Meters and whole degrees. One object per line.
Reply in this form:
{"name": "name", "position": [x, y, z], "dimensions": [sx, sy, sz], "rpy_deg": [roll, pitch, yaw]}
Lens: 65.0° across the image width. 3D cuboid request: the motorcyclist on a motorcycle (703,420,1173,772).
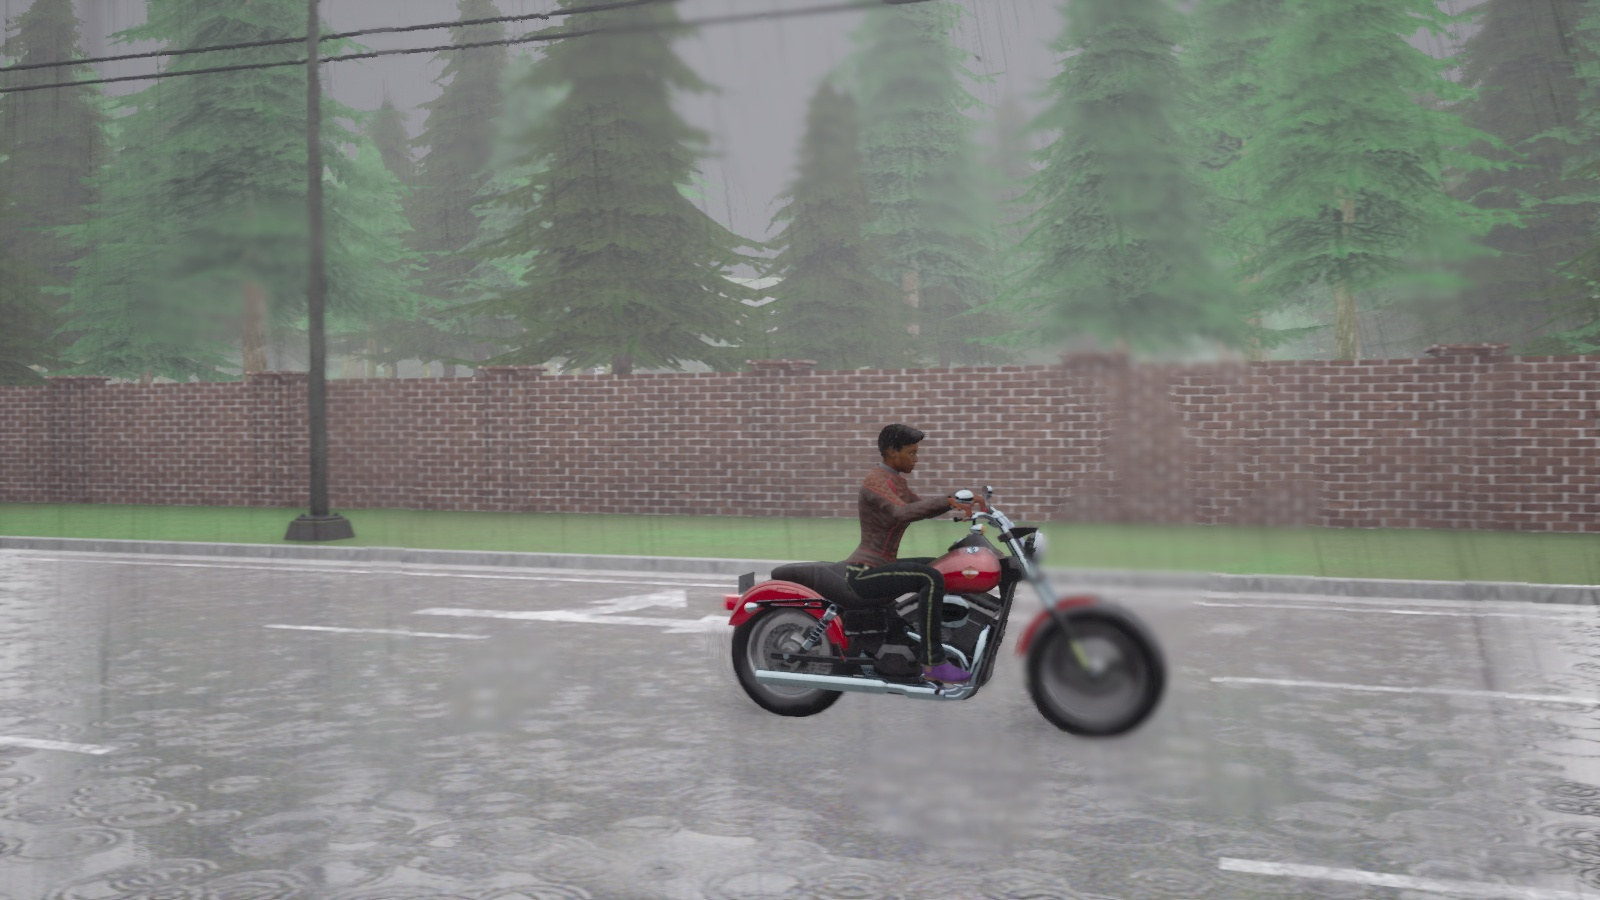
{"name": "motorcyclist on a motorcycle", "position": [0.726, 0.673, 6.640], "dimensions": [2.350, 1.649, 0.766], "rpy_deg": [1, 1, 19]}
